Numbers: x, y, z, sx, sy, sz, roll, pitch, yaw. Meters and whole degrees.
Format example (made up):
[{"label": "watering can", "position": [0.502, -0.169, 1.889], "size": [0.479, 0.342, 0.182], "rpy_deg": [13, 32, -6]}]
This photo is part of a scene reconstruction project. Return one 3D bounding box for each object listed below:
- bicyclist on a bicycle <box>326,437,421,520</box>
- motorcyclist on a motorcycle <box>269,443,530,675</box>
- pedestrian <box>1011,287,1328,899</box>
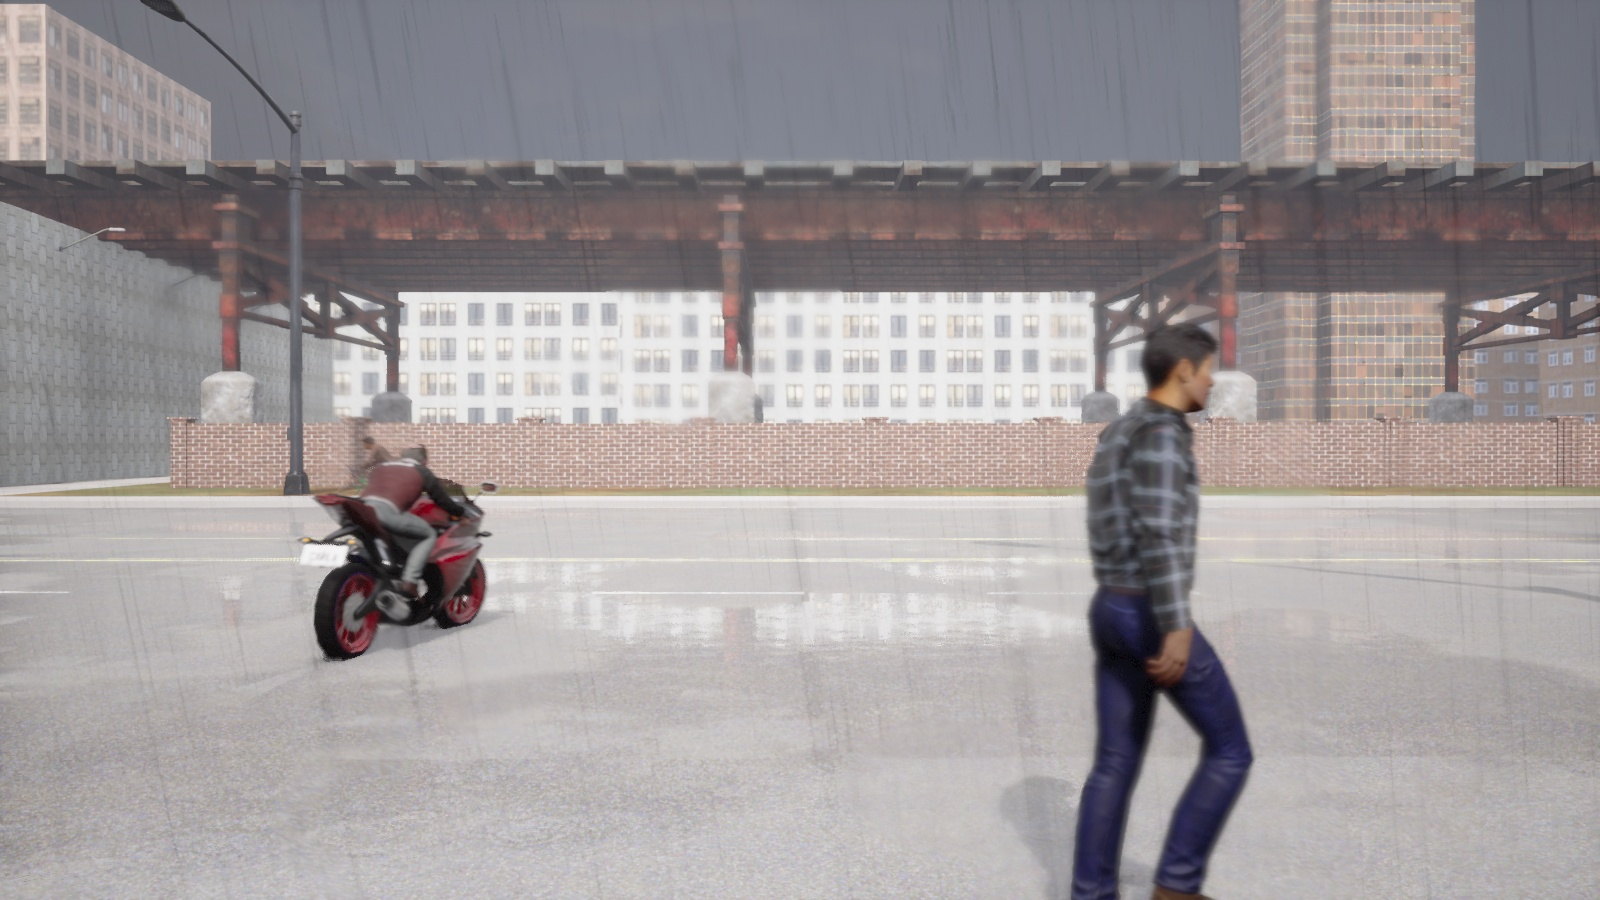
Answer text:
[{"label": "bicyclist on a bicycle", "position": [-8.400, 0.553, 24.764], "size": [1.656, 1.620, 0.582], "rpy_deg": [0, 0, 1]}, {"label": "motorcyclist on a motorcycle", "position": [-2.955, 0.725, 9.580], "size": [0.866, 1.530, 2.191], "rpy_deg": [1, 1, 13]}, {"label": "pedestrian", "position": [1.060, 0.528, 3.683], "size": [0.788, 1.949, 0.423], "rpy_deg": [0, 0, -5]}]
